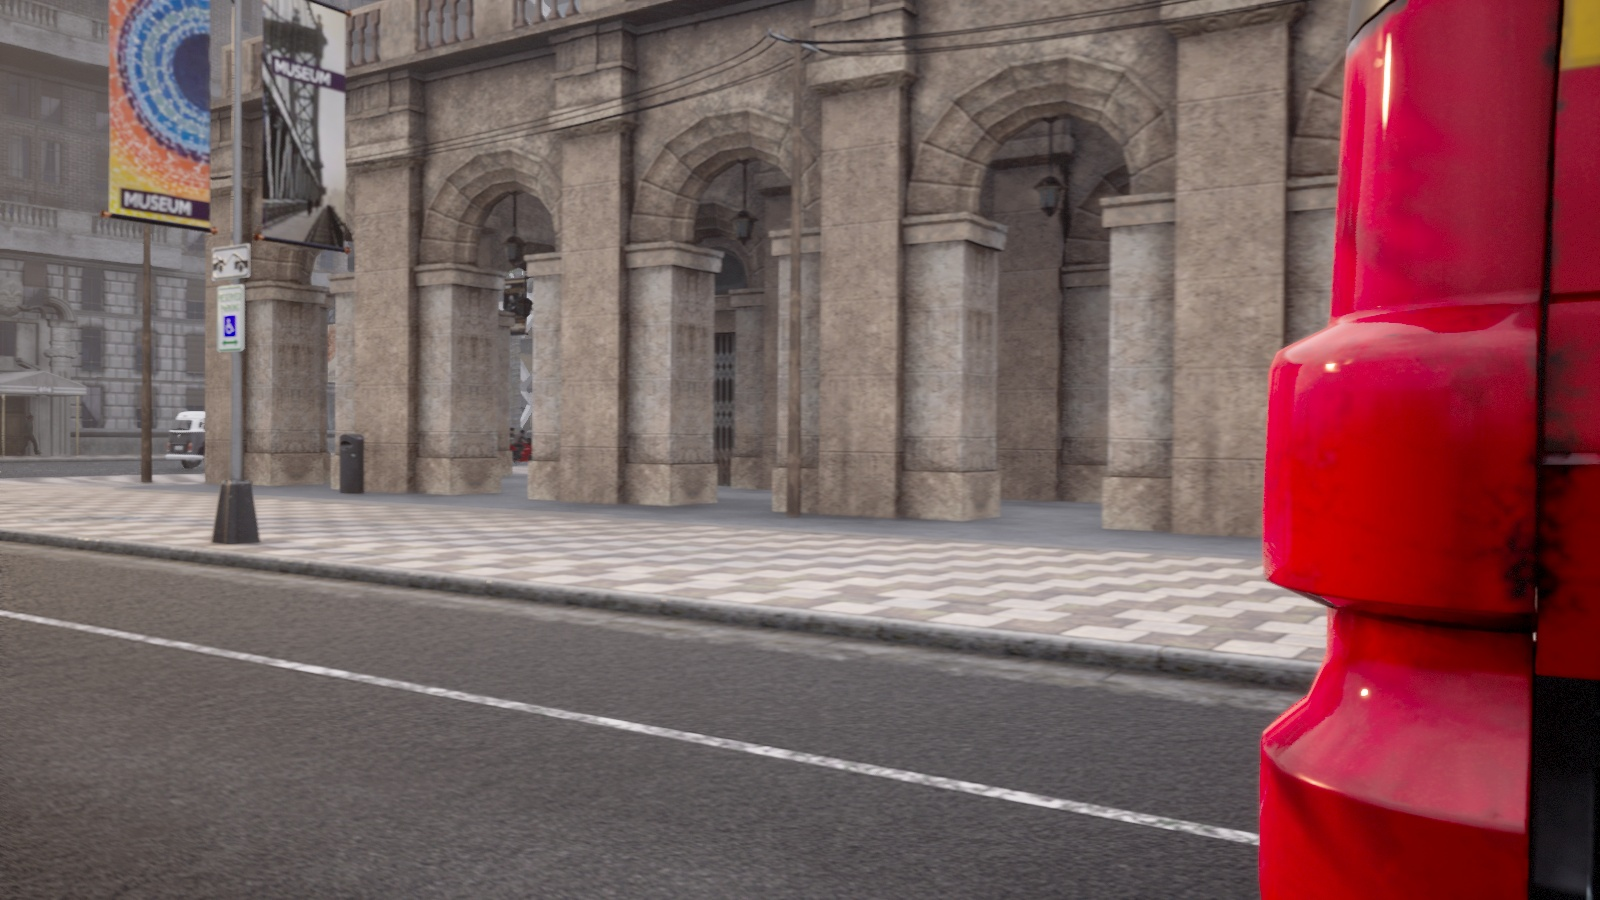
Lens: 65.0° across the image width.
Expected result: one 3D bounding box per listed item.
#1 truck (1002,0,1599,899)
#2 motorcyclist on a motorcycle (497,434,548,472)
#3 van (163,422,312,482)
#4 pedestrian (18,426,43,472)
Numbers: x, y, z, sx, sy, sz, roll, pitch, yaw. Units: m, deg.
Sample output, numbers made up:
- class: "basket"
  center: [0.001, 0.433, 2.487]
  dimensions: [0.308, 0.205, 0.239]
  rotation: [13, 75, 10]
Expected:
- class: "truck"
  center: [4.598, -0.483, 0.546]
  dimensions: [8.468, 3.827, 2.891]
  rotation: [0, 1, 34]
- class: "motorcyclist on a motorcycle"
  center: [-11.461, 0.108, 51.937]
  dimensions: [0.797, 1.523, 2.044]
  rotation: [0, 1, 34]
- class: "van"
  center: [-20.156, 0.021, 45.171]
  dimensions: [2.069, 2.038, 4.480]
  rotation: [0, 1, 33]
- class: "pedestrian"
  center: [-33.193, -0.050, 54.151]
  dimensions: [0.423, 1.949, 0.788]
  rotation: [0, 1, 37]
